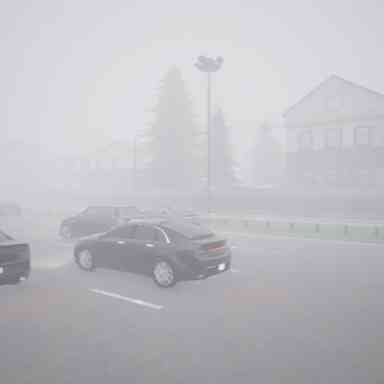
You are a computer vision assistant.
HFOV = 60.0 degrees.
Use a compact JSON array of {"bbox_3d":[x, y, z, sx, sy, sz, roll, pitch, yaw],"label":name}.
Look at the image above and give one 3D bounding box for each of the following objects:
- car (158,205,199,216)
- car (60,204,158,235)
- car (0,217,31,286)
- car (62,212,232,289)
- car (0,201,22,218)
[{"bbox_3d":[-1.802,1.493,18.174,4.902,1.511,2.128,0,0,36],"label":"car"},{"bbox_3d":[-4.135,1.353,15.540,4.553,1.767,2.097,0,0,35],"label":"car"},{"bbox_3d":[-6.021,1.479,8.287,5.008,1.535,1.882,0,0,36],"label":"car"},{"bbox_3d":[-1.274,1.506,9.200,4.892,1.490,1.837,0,0,36],"label":"car"},{"bbox_3d":[-16.698,1.495,28.801,4.902,1.511,2.128,0,0,35],"label":"car"}]
